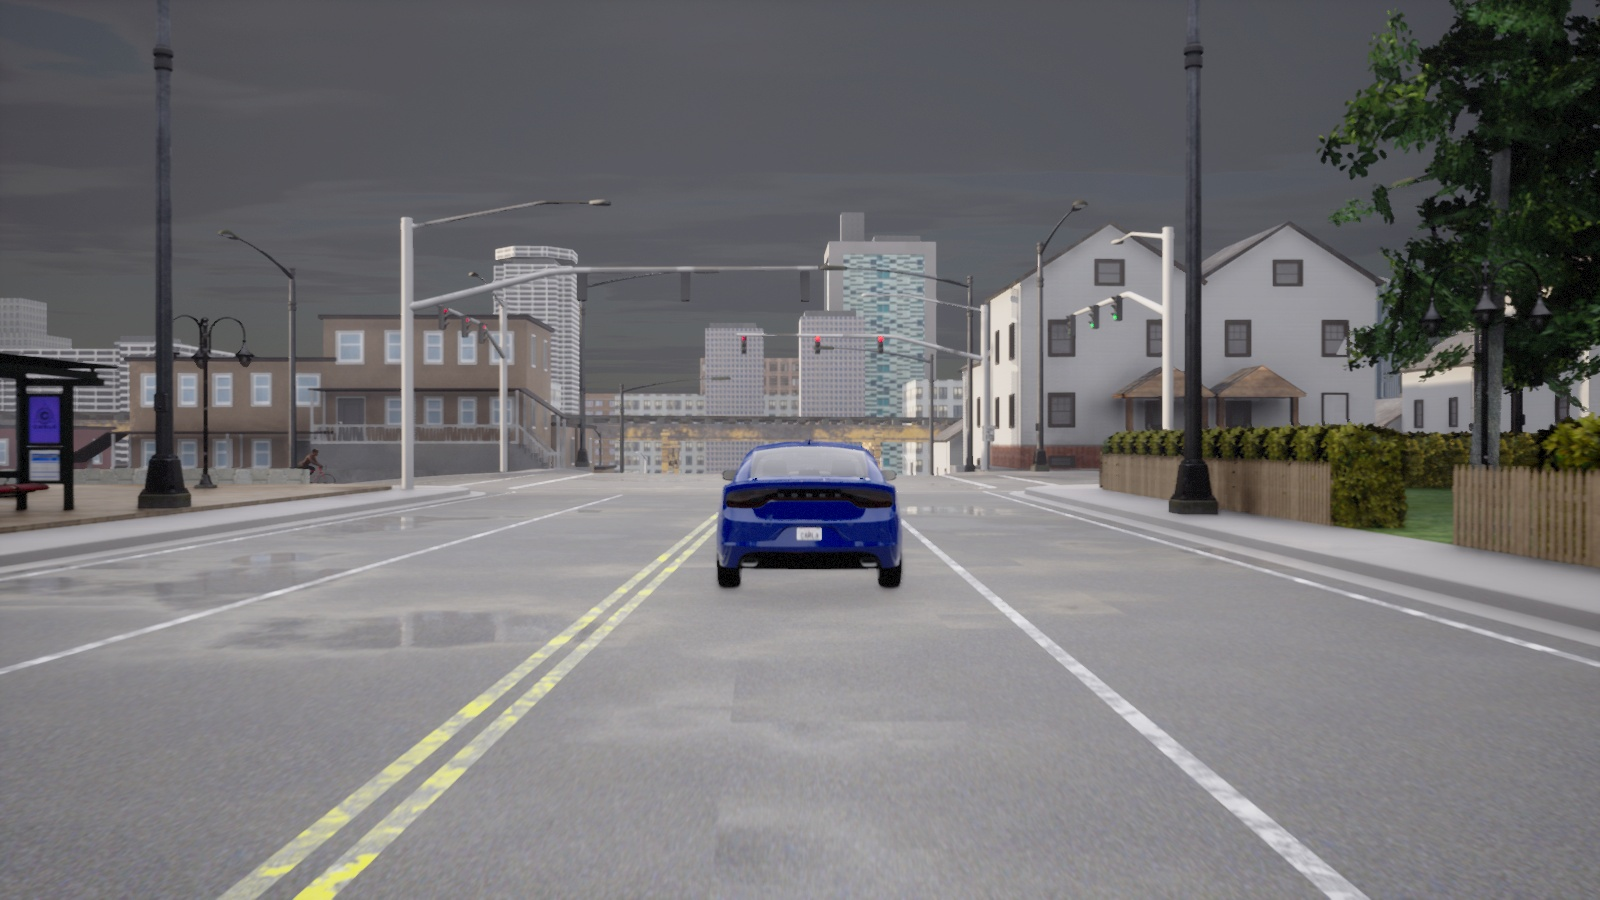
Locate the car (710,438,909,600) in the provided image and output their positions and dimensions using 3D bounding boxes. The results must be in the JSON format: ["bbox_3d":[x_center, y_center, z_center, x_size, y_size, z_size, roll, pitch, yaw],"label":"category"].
[{"bbox_3d":[0.106,0.637,14.378,1.882,1.535,5.008,0,0,0],"label":"car"}]
